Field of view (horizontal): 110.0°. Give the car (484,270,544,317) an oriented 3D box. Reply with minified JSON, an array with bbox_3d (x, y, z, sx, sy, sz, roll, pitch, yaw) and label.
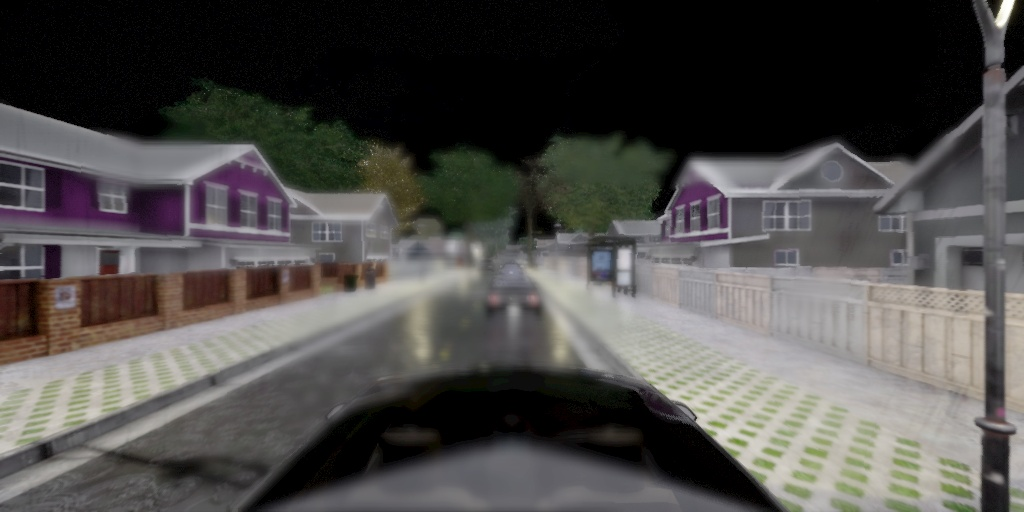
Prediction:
[{"bbox_3d":[0.083,1.368,13.295,1.895,1.301,4.718,0,0,0],"label":"car"}]

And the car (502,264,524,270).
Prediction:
[{"bbox_3d":[0.091,1.357,30.451,1.994,1.385,4.181,0,0,0],"label":"car"}]

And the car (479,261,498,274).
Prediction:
[{"bbox_3d":[-2.832,1.318,43.422,1.837,1.490,4.892,0,-1,0],"label":"car"}]
